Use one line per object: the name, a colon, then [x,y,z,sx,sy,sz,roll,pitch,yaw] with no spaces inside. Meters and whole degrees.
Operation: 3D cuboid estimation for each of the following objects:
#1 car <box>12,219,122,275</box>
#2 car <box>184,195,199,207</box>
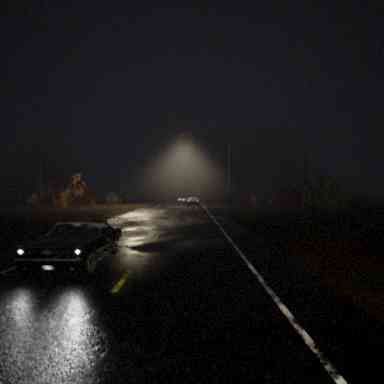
car: [-3.594,1.579,10.508,1.895,1.301,4.718,0,0,0]
car: [0.132,1.500,50.300,1.895,1.301,4.718,0,0,-1]
